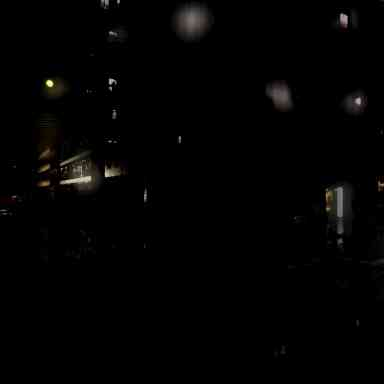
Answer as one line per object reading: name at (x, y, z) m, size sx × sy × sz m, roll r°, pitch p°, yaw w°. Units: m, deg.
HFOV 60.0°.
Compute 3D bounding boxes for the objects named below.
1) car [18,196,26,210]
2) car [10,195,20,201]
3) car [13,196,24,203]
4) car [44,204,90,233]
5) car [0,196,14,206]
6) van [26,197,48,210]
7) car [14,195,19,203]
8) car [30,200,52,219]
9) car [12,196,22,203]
car at (-21.403, 1.466, 43.893) m, size 1.967 × 1.590 × 4.097 m, roll 1°, pitch 0°, yaw -30°
car at (-43.854, 1.536, 82.218) m, size 2.008 × 1.369 × 4.403 m, roll 1°, pitch 0°, yaw -30°
car at (-35.436, 1.548, 67.846) m, size 1.887 × 1.381 × 4.507 m, roll 1°, pitch 0°, yaw -30°
car at (-7.374, 1.608, 19.939) m, size 1.947 × 1.339 × 4.313 m, roll 1°, pitch 0°, yaw -30°
car at (-29.707, 1.468, 52.988) m, size 1.882 × 1.535 × 5.008 m, roll 1°, pitch 0°, yaw -30°
van at (-15.790, 1.374, 34.313) m, size 1.690 × 1.788 × 3.998 m, roll 1°, pitch 0°, yaw -30°
car at (-27.017, 1.569, 53.474) m, size 2.008 × 1.369 × 4.403 m, roll 1°, pitch 0°, yaw -30°
car at (-12.987, 1.619, 29.520) m, size 1.802 × 1.307 × 4.206 m, roll 1°, pitch 0°, yaw -30°
car at (-38.242, 1.542, 72.637) m, size 1.887 × 1.381 × 4.507 m, roll 1°, pitch 0°, yaw -30°
